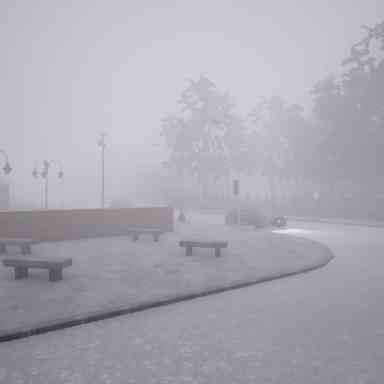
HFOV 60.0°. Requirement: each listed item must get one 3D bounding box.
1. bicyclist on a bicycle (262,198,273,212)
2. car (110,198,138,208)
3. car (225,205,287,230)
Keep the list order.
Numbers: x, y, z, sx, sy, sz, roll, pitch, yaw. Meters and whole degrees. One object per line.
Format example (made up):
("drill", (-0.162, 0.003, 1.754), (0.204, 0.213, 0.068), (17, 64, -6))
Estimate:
("bicyclist on a bicycle", (7.079, 1.349, 31.453), (1.656, 1.620, 0.582), (0, 0, -35))
("car", (-7.799, 1.506, 37.957), (1.837, 1.490, 4.892), (0, 0, -35))
("car", (3.997, 1.564, 21.308), (1.994, 1.385, 4.181), (0, 0, -36))
